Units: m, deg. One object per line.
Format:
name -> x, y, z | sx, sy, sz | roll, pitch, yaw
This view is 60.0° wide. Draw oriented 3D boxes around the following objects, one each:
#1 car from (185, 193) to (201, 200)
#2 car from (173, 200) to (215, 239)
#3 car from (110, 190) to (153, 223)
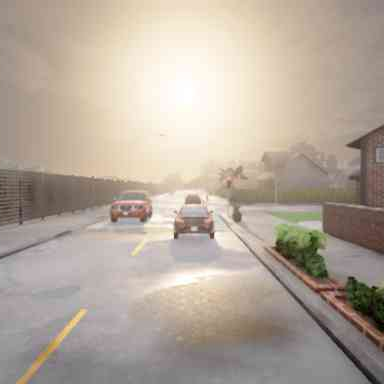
car -> 0.092, 0.933, 41.220 | 1.837, 1.490, 4.892 | 0, 1, 0
car -> 0.090, 1.304, 15.906 | 1.812, 1.442, 4.674 | 0, 1, 0
car -> -4.005, 0.911, 22.861 | 2.150, 2.045, 5.566 | 0, 1, 0
